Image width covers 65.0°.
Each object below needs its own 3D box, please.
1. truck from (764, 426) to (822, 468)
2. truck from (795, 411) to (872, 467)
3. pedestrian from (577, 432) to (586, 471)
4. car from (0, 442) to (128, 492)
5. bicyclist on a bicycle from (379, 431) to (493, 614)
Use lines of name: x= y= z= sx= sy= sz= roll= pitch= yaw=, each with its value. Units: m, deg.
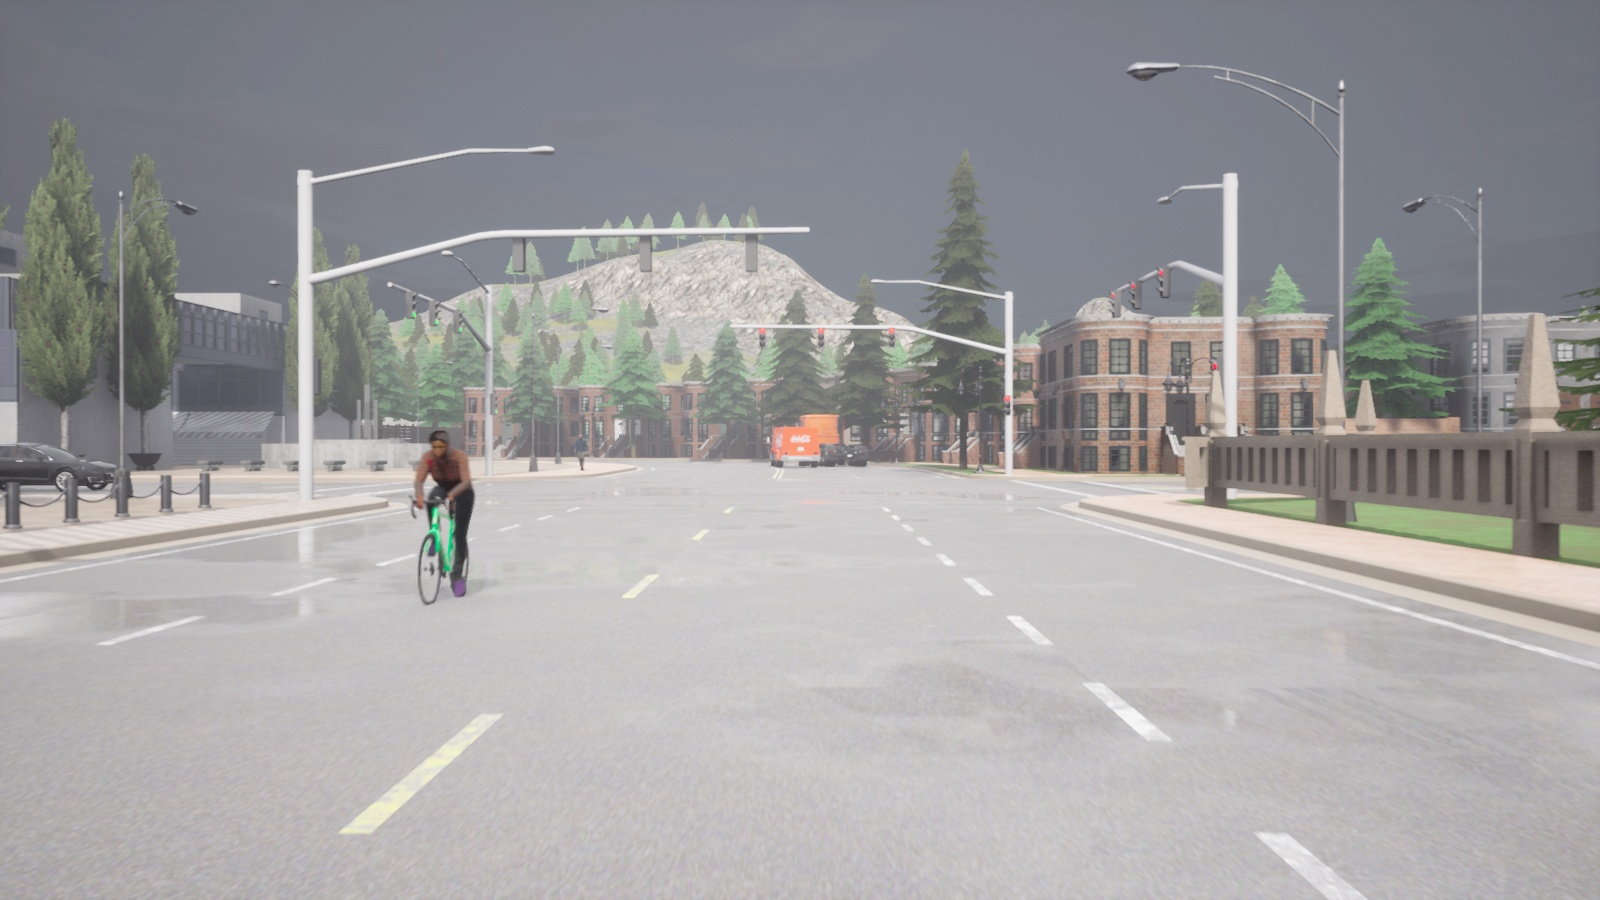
truck: x=-0.481 y=-0.175 z=77.041 sx=2.627 sy=2.467 sz=5.204 roll=0 pitch=0 yaw=-11
truck: x=2.050 y=-0.692 z=81.271 sx=2.891 sy=3.462 sz=7.936 roll=0 pitch=0 yaw=-15
pedestrian: x=-10.419 y=0.060 z=59.823 sx=0.402 sy=1.842 sz=0.726 roll=0 pitch=0 yaw=-6
car: x=-23.866 y=0.512 z=39.109 sx=4.892 sy=1.490 sz=1.837 roll=0 pitch=0 yaw=0
bicyclist on a bicycle: x=-3.417 y=0.629 z=11.913 sx=0.582 sy=1.620 sz=1.656 roll=0 pitch=1 yaw=0
